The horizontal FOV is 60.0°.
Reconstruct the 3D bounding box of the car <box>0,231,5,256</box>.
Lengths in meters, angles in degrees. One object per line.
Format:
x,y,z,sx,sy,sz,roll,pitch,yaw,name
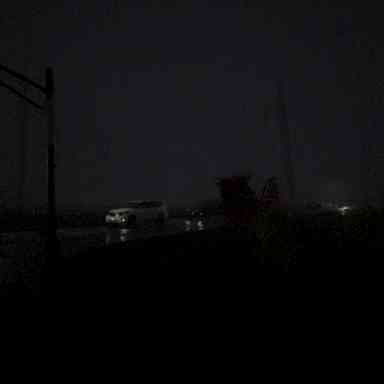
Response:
-7.603,1.600,10.361,1.882,1.535,5.008,-2,0,-11,car

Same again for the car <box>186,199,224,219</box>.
1.632,1.789,35.380,2.150,2.045,5.566,-2,-2,36,car

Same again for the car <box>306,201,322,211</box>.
19.730,2.261,54.214,1.837,1.490,4.892,-2,-1,36,car

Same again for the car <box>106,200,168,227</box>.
-4.330,1.678,27.099,2.150,2.045,5.566,-2,-2,36,car
